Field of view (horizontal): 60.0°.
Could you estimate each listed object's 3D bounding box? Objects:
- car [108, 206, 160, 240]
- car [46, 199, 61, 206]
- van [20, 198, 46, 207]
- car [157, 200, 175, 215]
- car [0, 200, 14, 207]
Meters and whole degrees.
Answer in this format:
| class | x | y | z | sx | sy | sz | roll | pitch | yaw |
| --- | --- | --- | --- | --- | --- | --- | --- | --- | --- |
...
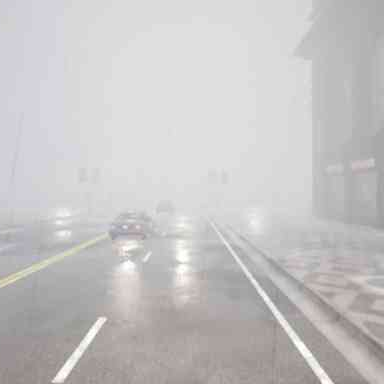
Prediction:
| class | x | y | z | sx | sy | sz | roll | pitch | yaw |
| --- | --- | --- | --- | --- | --- | --- | --- | --- | --- |
| car | -3.182 | 1.751 | 18.381 | 2.033 | 1.411 | 5.357 | 0 | -1 | 0 |
| car | -30.680 | 2.228 | 72.009 | 4.313 | 1.339 | 1.947 | 0 | 0 | 0 |
| van | -30.668 | 2.021 | 63.484 | 3.998 | 1.788 | 1.690 | 0 | 0 | 0 |
| car | -3.224 | 1.791 | 40.752 | 2.097 | 1.767 | 4.553 | 0 | 0 | 0 |
| car | -36.318 | 2.245 | 63.477 | 4.206 | 1.307 | 1.802 | 0 | 0 | 0 |
